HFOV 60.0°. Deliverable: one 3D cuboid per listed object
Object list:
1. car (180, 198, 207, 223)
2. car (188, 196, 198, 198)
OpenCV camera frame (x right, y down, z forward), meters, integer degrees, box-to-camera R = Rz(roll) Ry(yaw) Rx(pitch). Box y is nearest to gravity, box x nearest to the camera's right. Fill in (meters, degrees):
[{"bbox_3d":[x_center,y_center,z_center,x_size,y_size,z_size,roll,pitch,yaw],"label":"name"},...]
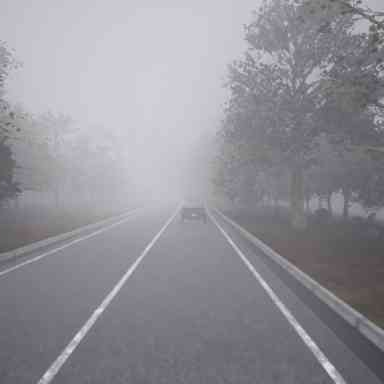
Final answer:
[{"bbox_3d":[0.112,1.455,25.424,1.882,1.535,5.008,0,0,0],"label":"car"},{"bbox_3d":[0.120,1.278,42.376,2.097,1.767,4.553,0,0,0],"label":"car"}]
